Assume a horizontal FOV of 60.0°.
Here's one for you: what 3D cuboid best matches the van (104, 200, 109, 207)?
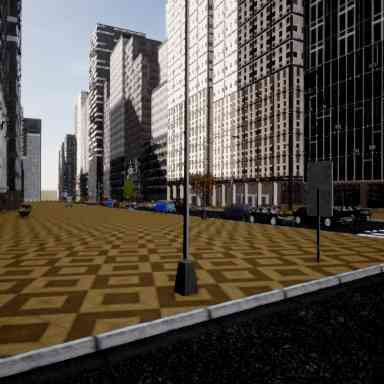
[{"bbox_3d":[-18.355,2.638,76.572,1.690,1.788,3.998,-1,-1,-26],"label":"van"}]

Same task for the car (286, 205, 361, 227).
[{"bbox_3d":[9.566,1.737,24.684,1.837,1.490,4.892,0,-1,-25],"label":"car"}]

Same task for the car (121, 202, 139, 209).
[{"bbox_3d":[-11.018,2.528,61.374,2.008,1.369,4.403,-1,-1,-26],"label":"car"}]

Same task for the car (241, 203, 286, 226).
[{"bbox_3d":[6.093,1.816,25.916,2.008,1.369,4.403,-1,-1,-26],"label":"car"}]

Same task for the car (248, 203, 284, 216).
[{"bbox_3d":[8.751,2.071,39.689,1.947,1.339,4.313,-1,-1,-26],"label":"car"}]

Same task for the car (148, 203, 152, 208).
[{"bbox_3d":[-7.469,2.679,67.362,1.895,1.301,4.718,0,-1,-26],"label":"car"}]

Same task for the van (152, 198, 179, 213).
[{"bbox_3d":[-3.689,2.008,46.181,1.690,1.788,3.998,-1,-1,-26],"label":"van"}]

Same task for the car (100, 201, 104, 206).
[{"bbox_3d":[-23.240,3.057,86.700,1.887,1.381,4.507,-1,-1,-26],"label":"car"}]

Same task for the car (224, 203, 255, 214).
[{"bbox_3d":[6.307,2.172,44.755,1.947,1.339,4.313,-1,-1,-26],"label":"car"}]

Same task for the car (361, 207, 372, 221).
[{"bbox_3d":[13.640,1.857,29.558,2.008,1.369,4.403,-1,-1,-26],"label":"car"}]

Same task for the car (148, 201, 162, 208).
[{"bbox_3d":[-8.359,2.813,75.146,1.802,1.307,4.206,-1,-1,-26],"label":"car"}]

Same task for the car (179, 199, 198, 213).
[{"bbox_3d":[-0.903,2.163,46.437,1.837,1.490,4.892,0,0,-26],"label":"car"}]

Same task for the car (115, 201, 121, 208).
[{"bbox_3d":[-13.390,2.605,66.287,1.752,1.417,4.829,-1,-1,-26],"label":"car"}]

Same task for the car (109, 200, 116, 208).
[{"bbox_3d":[-15.907,2.734,71.505,1.887,1.381,4.507,-1,-1,-26],"label":"car"}]

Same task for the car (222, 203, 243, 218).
[{"bbox_3d":[5.128,1.960,33.902,2.033,1.411,5.357,0,-1,-26],"label":"car"}]
